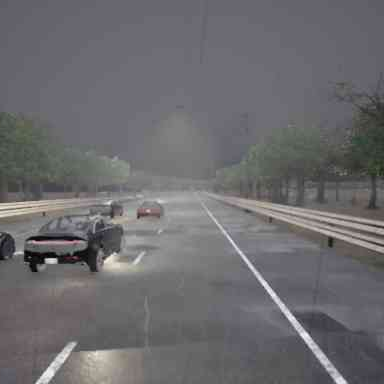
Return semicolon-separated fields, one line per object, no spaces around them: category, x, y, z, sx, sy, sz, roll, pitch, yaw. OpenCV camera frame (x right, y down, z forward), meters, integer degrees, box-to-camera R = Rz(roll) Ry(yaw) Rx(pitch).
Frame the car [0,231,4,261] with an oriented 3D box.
car;-6.902;1.520;9.460;1.994;1.385;4.181;0;0;0

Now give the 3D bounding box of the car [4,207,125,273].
car;-3.403;1.444;10.471;2.128;1.511;4.902;0;0;0

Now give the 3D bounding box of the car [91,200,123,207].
car;-6.909;1.369;27.310;2.128;1.511;4.902;0;0;0

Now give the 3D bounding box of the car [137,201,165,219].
car;-3.410;1.439;27.951;1.994;1.385;4.181;0;0;0
